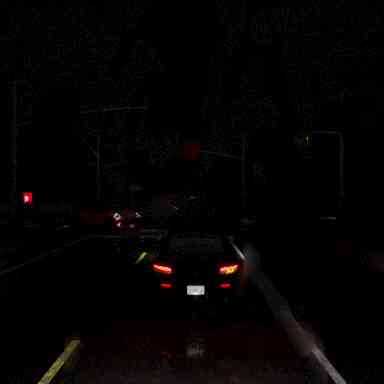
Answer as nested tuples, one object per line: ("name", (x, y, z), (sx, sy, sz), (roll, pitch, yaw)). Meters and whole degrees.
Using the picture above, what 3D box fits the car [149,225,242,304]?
("car", (0.080, 1.526, 8.028), (1.812, 1.442, 4.674), (0, 0, 0))

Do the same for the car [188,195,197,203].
("car", (0.167, 1.600, 69.193), (1.895, 1.301, 4.718), (0, 0, 0))

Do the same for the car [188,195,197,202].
("car", (0.078, 1.524, 80.822), (2.128, 1.511, 4.902), (0, 0, 0))

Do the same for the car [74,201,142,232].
("car", (-5.138, 1.354, 20.205), (4.553, 1.767, 2.097), (0, 0, 38))

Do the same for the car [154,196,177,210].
("car", (-3.551, 1.351, 42.326), (2.097, 1.767, 4.553), (0, 0, 2))

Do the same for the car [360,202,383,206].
("car", (15.566, 1.528, 28.590), (5.357, 1.411, 2.033), (0, 0, -6))
